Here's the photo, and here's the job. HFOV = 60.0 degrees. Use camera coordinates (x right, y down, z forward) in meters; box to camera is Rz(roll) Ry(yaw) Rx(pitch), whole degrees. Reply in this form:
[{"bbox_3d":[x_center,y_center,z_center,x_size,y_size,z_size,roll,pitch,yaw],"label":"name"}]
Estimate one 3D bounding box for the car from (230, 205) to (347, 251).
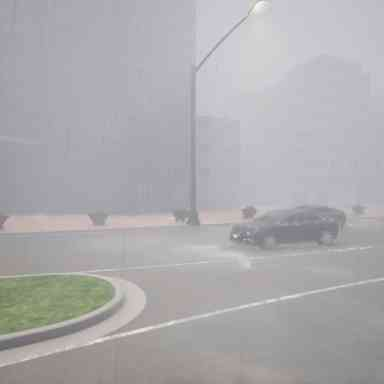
[{"bbox_3d":[3.940,1.504,14.067,4.892,1.490,1.837,0,0,-23],"label":"car"}]
